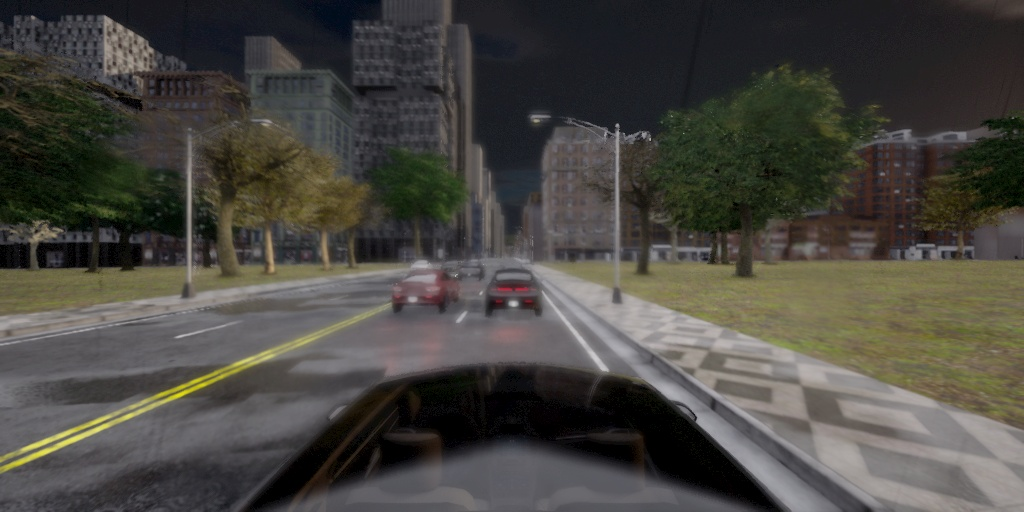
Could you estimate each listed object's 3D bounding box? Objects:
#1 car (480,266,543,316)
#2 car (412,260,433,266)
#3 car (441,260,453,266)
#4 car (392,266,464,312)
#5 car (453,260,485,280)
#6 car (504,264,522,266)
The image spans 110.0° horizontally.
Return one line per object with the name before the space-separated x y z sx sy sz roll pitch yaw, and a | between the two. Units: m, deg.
car | 0.067 1.220 13.041 1.837 1.490 4.892 0 -1 0
car | -9.836 1.188 39.151 1.812 1.442 4.674 0 0 0
car | -6.586 1.165 39.313 1.837 1.490 4.892 0 1 0
car | -3.177 1.245 13.834 1.812 1.442 4.674 0 -1 0
car | -3.169 1.174 29.231 2.128 1.511 4.902 0 0 0
car | 0.071 1.286 27.784 1.895 1.301 4.718 0 0 0
